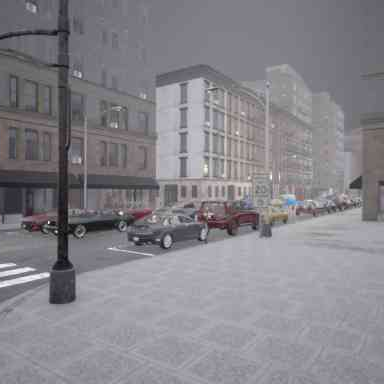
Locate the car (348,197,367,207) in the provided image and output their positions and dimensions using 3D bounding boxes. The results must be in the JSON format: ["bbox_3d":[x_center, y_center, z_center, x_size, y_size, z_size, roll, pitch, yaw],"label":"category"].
[{"bbox_3d":[27.106,1.594,54.407,2.008,1.369,4.403,0,0,35],"label":"car"}]

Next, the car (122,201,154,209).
[{"bbox_3d":[-4.348,1.426,23.621,1.967,1.590,4.097,0,0,35],"label":"car"}]

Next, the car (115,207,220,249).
[{"bbox_3d":[-0.894,1.575,14.581,2.008,1.369,4.403,0,0,35],"label":"car"}]

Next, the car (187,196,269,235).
[{"bbox_3d":[2.218,1.341,19.006,2.192,1.841,5.009,0,0,35],"label":"car"}]

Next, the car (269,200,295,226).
[{"bbox_3d":[5.426,1.553,23.571,1.752,1.417,4.829,0,0,35],"label":"car"}]

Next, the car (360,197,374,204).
[{"bbox_3d":[33.329,1.614,63.258,1.947,1.339,4.313,0,0,35],"label":"car"}]

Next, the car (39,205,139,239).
[{"bbox_3d":[-5.314,1.598,17.835,1.895,1.301,4.718,0,0,32],"label":"car"}]

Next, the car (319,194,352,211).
[{"bbox_3d":[17.774,1.351,41.131,2.192,1.841,5.009,0,0,35],"label":"car"}]

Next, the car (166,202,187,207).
[{"bbox_3d":[0.447,1.505,26.033,1.837,1.490,4.892,0,0,35],"label":"car"}]

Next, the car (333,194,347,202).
[{"bbox_3d":[36.099,1.327,81.149,2.192,1.841,5.009,0,0,35],"label":"car"}]

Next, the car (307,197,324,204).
[{"bbox_3d":[23.653,1.572,63.448,1.947,1.339,4.313,0,0,35],"label":"car"}]

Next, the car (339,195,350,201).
[{"bbox_3d":[39.210,1.557,85.574,1.887,1.381,4.507,0,0,35],"label":"car"}]

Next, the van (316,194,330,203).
[{"bbox_3d":[26.765,1.349,67.873,1.690,1.788,3.998,0,0,35],"label":"van"}]

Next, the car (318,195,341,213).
[{"bbox_3d":[14.662,1.474,36.706,1.967,1.590,4.097,0,0,35],"label":"car"}]

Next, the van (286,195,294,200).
[{"bbox_3d":[14.320,1.340,50.172,1.690,1.788,3.998,0,0,35],"label":"van"}]

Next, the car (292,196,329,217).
[{"bbox_3d":[11.551,1.472,32.281,1.967,1.590,4.097,0,0,35],"label":"car"}]

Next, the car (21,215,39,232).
[{"bbox_3d":[-7.459,1.529,19.197,1.887,1.381,4.507,0,0,35],"label":"car"}]

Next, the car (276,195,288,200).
[{"bbox_3d":[11.110,1.521,45.608,1.752,1.417,4.829,0,0,35],"label":"car"}]

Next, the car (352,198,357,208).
[{"bbox_3d":[20.884,1.620,45.557,1.802,1.307,4.206,0,0,35],"label":"car"}]

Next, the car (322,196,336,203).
[{"bbox_3d":[29.876,1.554,72.299,1.887,1.381,4.507,0,0,35],"label":"car"}]

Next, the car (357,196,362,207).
[{"bbox_3d":[23.995,1.606,49.982,1.947,1.339,4.313,0,0,35],"label":"car"}]

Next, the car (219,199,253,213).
[{"bbox_3d":[4.986,1.537,36.897,1.887,1.381,4.507,0,0,35],"label":"car"}]

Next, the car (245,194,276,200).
[{"bbox_3d":[6.421,1.226,34.502,2.150,2.045,5.566,0,0,35],"label":"car"}]
